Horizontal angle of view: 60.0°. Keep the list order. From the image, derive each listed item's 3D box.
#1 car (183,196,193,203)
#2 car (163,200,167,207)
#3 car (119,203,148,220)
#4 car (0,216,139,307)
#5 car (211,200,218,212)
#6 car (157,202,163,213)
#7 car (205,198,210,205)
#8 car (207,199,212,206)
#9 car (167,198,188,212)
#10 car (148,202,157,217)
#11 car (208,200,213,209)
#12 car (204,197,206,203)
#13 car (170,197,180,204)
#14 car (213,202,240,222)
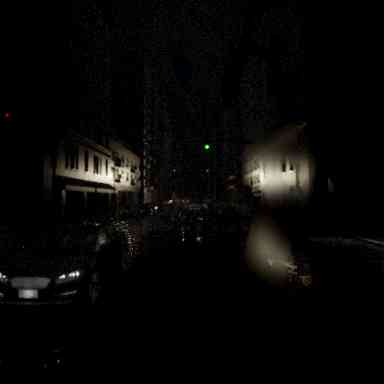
[{"bbox_3d":[-1.525,1.973,79.274,2.097,1.767,4.553,0,-1,1],"label":"car"},{"bbox_3d":[-5.011,2.022,46.169,1.887,1.381,4.507,1,-1,1],"label":"car"},{"bbox_3d":[-5.330,1.892,29.585,1.802,1.307,4.206,1,-1,1],"label":"car"},{"bbox_3d":[-2.895,1.584,8.399,2.128,1.511,4.902,0,-1,1],"label":"car"},{"bbox_3d":[3.300,1.900,34.955,1.887,1.381,4.507,0,-1,1],"label":"car"},{"bbox_3d":[-5.117,1.972,40.641,2.008,1.369,4.403,1,-1,1],"label":"car"},{"bbox_3d":[3.725,2.143,57.072,1.947,1.339,4.313,1,-1,1],"label":"car"},{"bbox_3d":[3.513,2.011,46.014,1.887,1.381,4.507,0,-1,1],"label":"car"},{"bbox_3d":[-2.145,1.983,47.006,2.128,1.511,4.902,0,0,1],"label":"car"},{"bbox_3d":[-5.224,1.932,35.113,1.947,1.339,4.313,1,-1,1],"label":"car"},{"bbox_3d":[3.406,1.961,40.484,2.008,1.369,4.403,0,-1,1],"label":"car"},{"bbox_3d":[3.938,2.237,68.131,2.008,1.369,4.403,1,-1,1],"label":"car"},{"bbox_3d":[-4.265,2.176,84.868,2.192,1.841,5.009,1,-1,1],"label":"car"},{"bbox_3d":[3.194,1.865,29.425,1.947,1.339,4.313,0,-1,1],"label":"car"}]
